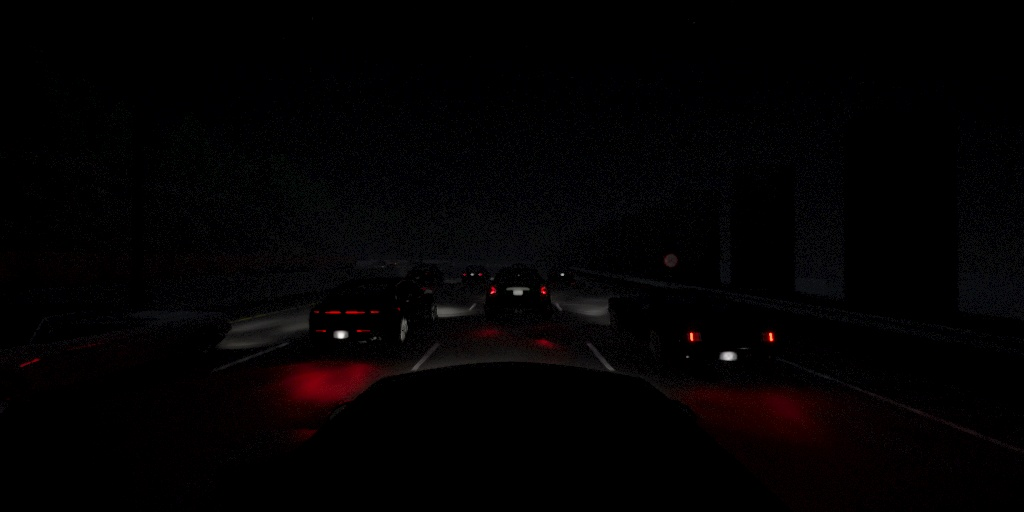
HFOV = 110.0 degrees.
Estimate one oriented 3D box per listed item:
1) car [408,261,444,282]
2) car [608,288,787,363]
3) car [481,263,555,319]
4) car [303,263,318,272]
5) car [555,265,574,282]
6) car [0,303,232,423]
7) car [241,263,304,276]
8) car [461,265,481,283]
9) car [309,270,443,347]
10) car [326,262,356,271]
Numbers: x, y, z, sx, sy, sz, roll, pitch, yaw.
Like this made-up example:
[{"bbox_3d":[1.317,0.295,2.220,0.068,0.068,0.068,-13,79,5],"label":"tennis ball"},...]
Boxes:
[{"bbox_3d":[-6.480,1.372,27.356,1.882,1.535,5.008,0,0,1],"label":"car"},{"bbox_3d":[3.642,1.390,8.210,1.895,1.301,4.718,0,0,1],"label":"car"},{"bbox_3d":[0.230,1.167,13.212,2.097,1.767,4.553,0,0,1],"label":"car"},{"bbox_3d":[-23.986,1.507,40.184,2.033,1.411,5.357,0,0,0],"label":"car"},{"bbox_3d":[4.092,1.484,30.888,1.994,1.385,4.181,0,0,1],"label":"car"},{"bbox_3d":[-6.883,1.369,5.443,1.895,1.301,4.718,0,0,0],"label":"car"},{"bbox_3d":[-17.225,1.443,25.543,1.994,1.385,4.181,0,0,1],"label":"car"},{"bbox_3d":[-2.934,1.456,29.496,2.033,1.411,5.357,0,0,1],"label":"car"},{"bbox_3d":[-3.333,1.299,9.472,1.837,1.490,4.892,0,0,1],"label":"car"},{"bbox_3d":[-20.479,1.471,43.074,2.128,1.511,4.902,0,-1,0],"label":"car"}]
